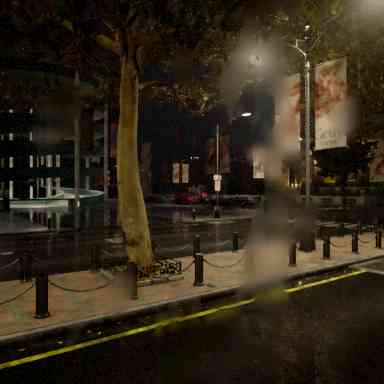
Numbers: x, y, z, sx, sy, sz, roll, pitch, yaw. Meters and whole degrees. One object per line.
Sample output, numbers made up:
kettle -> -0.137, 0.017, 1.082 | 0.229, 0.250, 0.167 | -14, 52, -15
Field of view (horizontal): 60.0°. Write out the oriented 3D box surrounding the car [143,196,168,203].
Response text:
car -> -7.809, 1.478, 66.769 | 5.008, 1.535, 1.882 | 0, 0, 42

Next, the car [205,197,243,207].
car -> 4.758, 1.547, 50.625 | 2.033, 1.411, 5.357 | 0, 0, -35

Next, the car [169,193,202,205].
car -> -1.149, 1.221, 58.927 | 2.150, 2.045, 5.566 | 0, 0, -36

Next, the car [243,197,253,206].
car -> 7.516, 1.491, 52.769 | 2.128, 1.511, 4.902 | 0, 0, -35

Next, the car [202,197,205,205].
car -> 1.871, 1.547, 60.719 | 2.033, 1.411, 5.357 | 0, 0, -36
